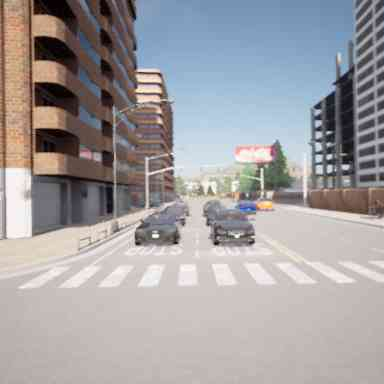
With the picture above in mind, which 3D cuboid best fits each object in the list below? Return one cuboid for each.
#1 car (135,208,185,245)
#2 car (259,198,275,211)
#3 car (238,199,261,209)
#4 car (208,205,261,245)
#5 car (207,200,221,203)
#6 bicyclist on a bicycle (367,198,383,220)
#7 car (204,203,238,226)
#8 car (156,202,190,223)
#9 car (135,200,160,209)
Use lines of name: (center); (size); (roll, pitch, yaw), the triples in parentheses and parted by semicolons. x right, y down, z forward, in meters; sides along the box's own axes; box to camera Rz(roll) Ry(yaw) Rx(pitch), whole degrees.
car: (-1.560, 1.759, 16.604); (1.994, 1.385, 4.181); (-1, 0, 1)
car: (9.590, 1.579, 44.525); (2.097, 1.767, 4.553); (-1, 0, 1)
car: (6.053, 1.710, 37.510); (1.882, 1.535, 5.008); (-1, 0, 1)
car: (1.935, 1.637, 16.392); (1.837, 1.490, 4.892); (-1, 0, 1)
car: (2.335, 1.633, 35.475); (2.097, 1.767, 4.553); (-1, 0, 1)
bicyclist on a bicycle: (14.090, 1.292, 25.263); (1.656, 1.620, 0.582); (-1, 0, 1)
car: (2.121, 1.766, 25.296); (1.994, 1.385, 4.181); (-1, 0, 2)
car: (-1.371, 1.789, 25.351); (1.812, 1.442, 4.674); (-1, 0, 1)
car: (-7.283, 2.114, 56.632); (4.902, 1.511, 2.128); (-1, 0, 1)
